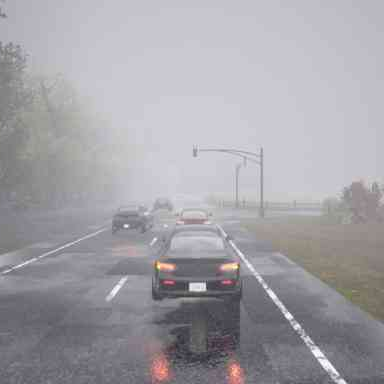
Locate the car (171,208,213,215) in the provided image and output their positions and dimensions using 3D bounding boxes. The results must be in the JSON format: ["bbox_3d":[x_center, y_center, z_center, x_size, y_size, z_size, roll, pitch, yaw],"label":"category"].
[{"bbox_3d":[0.106,1.530,17.095,1.812,1.442,4.674,0,0,0],"label":"car"}]

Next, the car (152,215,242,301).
[{"bbox_3d":[0.102,1.528,8.221,1.812,1.442,4.674,0,0,0],"label":"car"}]

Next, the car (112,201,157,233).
[{"bbox_3d":[-3.398,1.509,19.626,1.837,1.490,4.892,0,0,0],"label":"car"}]

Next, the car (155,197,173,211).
[{"bbox_3d":[-3.395,1.358,40.225,2.097,1.767,4.553,0,0,0],"label":"car"}]
